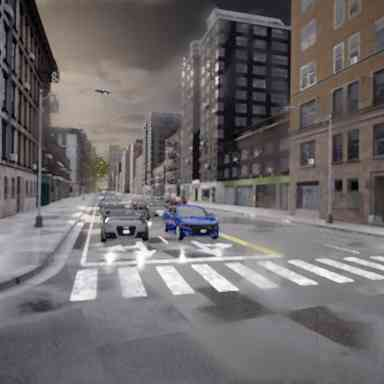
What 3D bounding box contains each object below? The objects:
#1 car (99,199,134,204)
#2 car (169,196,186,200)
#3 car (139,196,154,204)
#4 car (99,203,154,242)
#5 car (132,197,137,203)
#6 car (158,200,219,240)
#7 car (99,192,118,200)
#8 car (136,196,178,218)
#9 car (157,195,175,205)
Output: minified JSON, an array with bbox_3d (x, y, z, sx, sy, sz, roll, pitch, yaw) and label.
[{"bbox_3d":[-5.567,1.437,23.975,1.895,1.301,4.718,1,0,-15],"label":"car"},{"bbox_3d":[-1.820,1.383,47.454,1.812,1.442,4.674,1,0,-15],"label":"car"},{"bbox_3d":[-7.690,1.357,56.302,1.895,1.301,4.718,1,0,-16],"label":"car"},{"bbox_3d":[-3.225,1.442,15.529,1.994,1.385,4.181,1,0,-16],"label":"car"},{"bbox_3d":[-5.654,1.324,36.484,1.837,1.490,4.892,1,0,-15],"label":"car"},{"bbox_3d":[-0.173,1.398,16.698,1.882,1.535,5.008,1,0,-16],"label":"car"},{"bbox_3d":[-8.236,1.138,33.641,2.097,1.767,4.553,1,0,-15],"label":"car"},{"bbox_3d":[-2.919,1.363,26.586,2.128,1.511,4.902,1,0,-16],"label":"car"},{"bbox_3d":[-4.550,1.347,57.141,2.033,1.411,5.357,1,0,-16],"label":"car"}]
